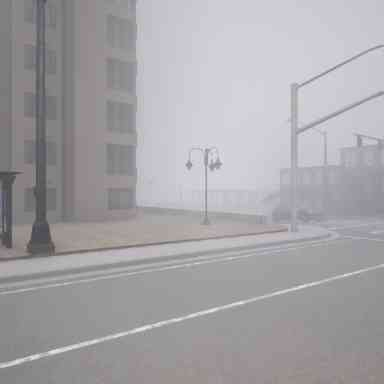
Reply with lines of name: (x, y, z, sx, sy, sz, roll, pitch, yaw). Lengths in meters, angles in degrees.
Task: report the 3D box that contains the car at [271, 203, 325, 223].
car: (9.178, 1.744, 29.127, 2.097, 1.767, 4.553, 1, -5, -36)
